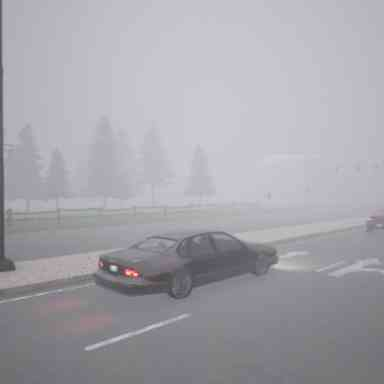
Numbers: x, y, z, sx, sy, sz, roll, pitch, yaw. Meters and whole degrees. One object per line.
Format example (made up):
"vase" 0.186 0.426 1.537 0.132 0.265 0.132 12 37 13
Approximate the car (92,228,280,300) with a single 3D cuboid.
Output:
"car" 0.152 1.695 8.871 5.357 1.411 2.033 0 -1 -43

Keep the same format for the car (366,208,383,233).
"car" 12.181 1.708 20.292 4.674 1.442 1.812 0 -1 -44
